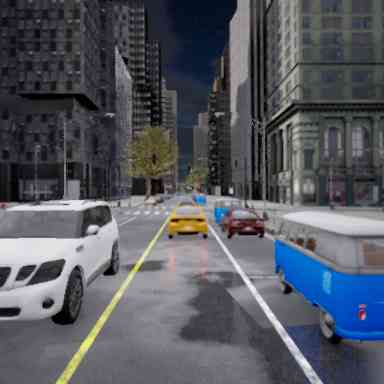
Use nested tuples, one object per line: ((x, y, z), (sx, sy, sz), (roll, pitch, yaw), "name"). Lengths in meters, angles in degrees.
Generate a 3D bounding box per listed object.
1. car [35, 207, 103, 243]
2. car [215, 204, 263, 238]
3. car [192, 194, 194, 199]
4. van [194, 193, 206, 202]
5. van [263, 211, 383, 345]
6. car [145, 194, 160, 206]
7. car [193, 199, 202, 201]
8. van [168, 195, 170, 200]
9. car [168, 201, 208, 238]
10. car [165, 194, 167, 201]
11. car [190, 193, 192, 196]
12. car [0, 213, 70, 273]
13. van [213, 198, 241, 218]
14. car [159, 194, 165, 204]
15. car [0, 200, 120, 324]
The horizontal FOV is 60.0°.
((-6.061, 1.571, 17.059), (1.887, 1.381, 4.507), (0, 0, -1), "car")
((2.493, 1.518, 17.197), (1.887, 1.381, 4.507), (0, 0, -1), "car")
((1.584, 1.540, 66.111), (1.947, 1.339, 4.313), (0, 0, -1), "car")
((1.683, 1.313, 60.699), (1.690, 1.788, 3.998), (0, 0, -1), "van")
((2.693, 1.320, 6.149), (1.690, 1.788, 3.998), (0, 0, -1), "van")
((-6.745, 1.549, 54.976), (1.752, 1.417, 4.829), (0, 0, -1), "car")
((-0.424, 1.550, 27.935), (1.994, 1.385, 4.181), (0, 0, -1), "car")
((-7.323, 1.381, 86.877), (1.690, 1.788, 3.998), (0, 0, -1), "van")
((-0.212, 1.467, 17.516), (1.882, 1.535, 5.008), (0, 0, -1), "car")
((-7.033, 1.344, 71.013), (2.192, 1.841, 5.009), (0, 0, -1), "car")
((1.287, 1.534, 82.348), (2.008, 1.369, 4.403), (0, 0, -1), "car")
((-5.959, 1.574, 11.535), (1.887, 1.381, 4.507), (0, 0, -1), "car")
((2.392, 1.312, 22.721), (1.690, 1.788, 3.998), (0, 0, -1), "van")
((-6.935, 1.571, 65.725), (1.887, 1.381, 4.507), (0, 0, -1), "car")
((-3.110, 1.236, 7.522), (2.150, 2.045, 5.566), (0, 0, -1), "car")
